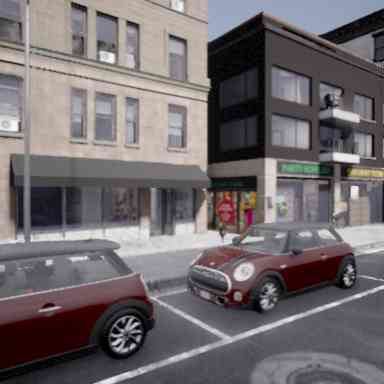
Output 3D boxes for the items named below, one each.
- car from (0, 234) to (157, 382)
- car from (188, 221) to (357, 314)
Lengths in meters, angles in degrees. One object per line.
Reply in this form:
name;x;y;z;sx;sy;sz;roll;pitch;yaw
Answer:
car;-2.607;1.440;4.329;4.097;1.590;1.967;0;0;-36
car;1.878;1.445;7.531;4.097;1.590;1.967;0;0;-36
